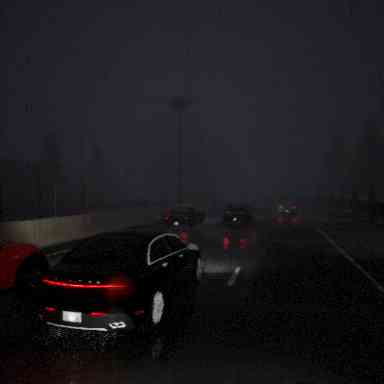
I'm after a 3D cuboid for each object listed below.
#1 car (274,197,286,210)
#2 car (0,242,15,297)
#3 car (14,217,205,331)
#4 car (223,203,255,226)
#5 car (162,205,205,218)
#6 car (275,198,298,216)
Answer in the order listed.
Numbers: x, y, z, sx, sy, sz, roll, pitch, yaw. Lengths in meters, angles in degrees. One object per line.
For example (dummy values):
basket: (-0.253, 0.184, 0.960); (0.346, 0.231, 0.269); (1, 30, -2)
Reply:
car: (11.776, 1.475, 43.365); (2.097, 1.767, 4.553); (0, 0, 12)
car: (-4.896, 1.397, 6.354); (2.097, 1.767, 4.553); (0, 0, 15)
car: (-1.083, 1.537, 7.066); (1.837, 1.490, 4.892); (0, 0, 15)
car: (3.464, 1.574, 24.170); (2.128, 1.511, 4.902); (0, 0, 15)
car: (-0.407, 1.695, 23.226); (1.895, 1.301, 4.718); (0, 0, 15)
car: (9.671, 1.621, 33.977); (1.812, 1.442, 4.674); (0, 0, 15)
